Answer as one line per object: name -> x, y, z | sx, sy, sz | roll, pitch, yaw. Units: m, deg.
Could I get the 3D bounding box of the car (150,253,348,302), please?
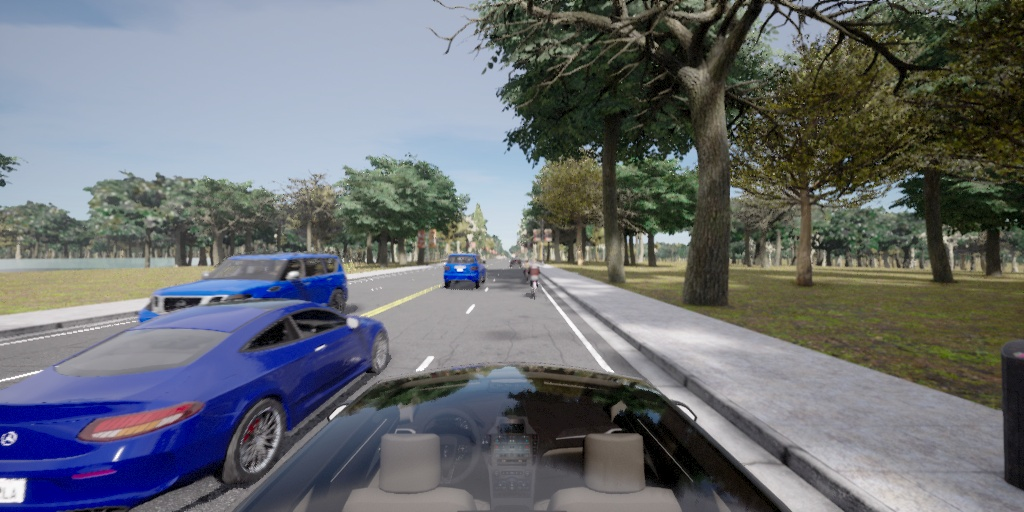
car -> -6.526, 0.939, 9.751 | 2.150, 2.045, 5.566 | 0, 0, 1

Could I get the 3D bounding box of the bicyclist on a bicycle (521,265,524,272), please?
bicyclist on a bicycle -> 1.108, 1.085, 26.473 | 0.866, 1.612, 1.509 | 0, 0, 1

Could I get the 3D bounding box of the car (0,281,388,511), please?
car -> -3.126, 1.264, 4.507 | 1.812, 1.442, 4.674 | 0, 0, 1

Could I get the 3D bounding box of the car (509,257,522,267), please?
car -> 0.639, 1.023, 59.293 | 1.837, 1.490, 4.892 | 0, 0, 1

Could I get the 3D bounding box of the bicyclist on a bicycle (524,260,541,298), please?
bicyclist on a bicycle -> 1.032, 1.061, 16.756 | 0.659, 1.776, 1.843 | 0, 0, 1

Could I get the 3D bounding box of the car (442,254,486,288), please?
car -> -2.952, 0.884, 23.238 | 2.150, 2.045, 5.566 | 0, 0, 1
